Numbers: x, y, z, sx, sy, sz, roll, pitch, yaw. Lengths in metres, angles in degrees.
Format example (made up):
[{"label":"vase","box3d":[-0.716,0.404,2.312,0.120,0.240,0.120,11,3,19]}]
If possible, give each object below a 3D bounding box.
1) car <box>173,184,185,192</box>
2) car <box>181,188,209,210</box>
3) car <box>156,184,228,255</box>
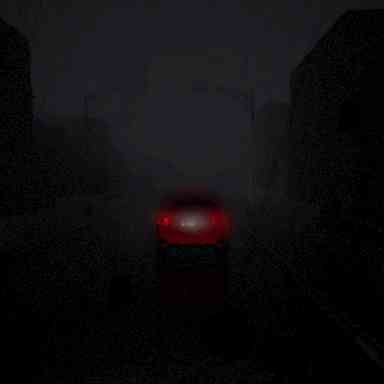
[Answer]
[{"label":"car","box3d":[-2.480,-0.869,64.355,2.033,1.411,5.357,0,2,1]},{"label":"car","box3d":[0.330,0.508,27.808,2.128,1.511,4.902,0,2,3]},{"label":"car","box3d":[0.015,0.860,11.867,2.150,2.045,5.566,0,3,0]}]
